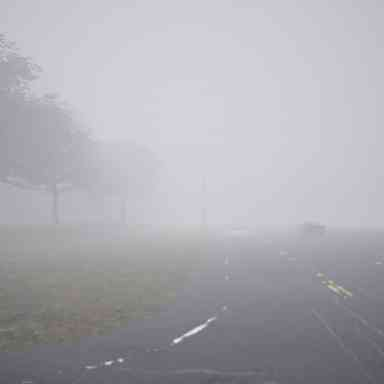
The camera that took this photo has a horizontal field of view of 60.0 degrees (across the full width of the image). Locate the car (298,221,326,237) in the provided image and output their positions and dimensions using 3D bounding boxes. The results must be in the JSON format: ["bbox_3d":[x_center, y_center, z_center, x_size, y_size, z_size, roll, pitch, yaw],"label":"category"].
[{"bbox_3d":[12.485,3.810,34.929,1.882,1.535,5.008,-2,-4,6],"label":"car"}]

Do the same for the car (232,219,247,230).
[{"bbox_3d":[7.442,5.431,53.312,1.895,1.301,4.718,-3,-4,9],"label":"car"}]

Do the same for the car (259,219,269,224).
[{"bbox_3d":[17.265,7.074,79.731,1.895,1.301,4.718,-2,-4,6],"label":"car"}]

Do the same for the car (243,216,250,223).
[{"bbox_3d":[15.246,8.139,93.796,1.994,1.385,4.181,-2,-4,6],"label":"car"}]
